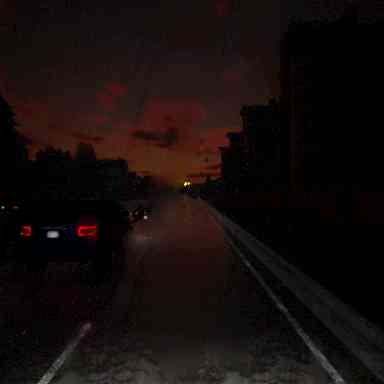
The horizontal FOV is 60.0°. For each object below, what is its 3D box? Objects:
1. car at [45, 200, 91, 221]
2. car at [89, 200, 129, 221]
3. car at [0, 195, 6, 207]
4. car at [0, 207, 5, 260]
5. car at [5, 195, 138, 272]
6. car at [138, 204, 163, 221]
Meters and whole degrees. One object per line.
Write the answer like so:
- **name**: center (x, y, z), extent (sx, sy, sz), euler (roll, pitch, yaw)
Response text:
- **car**: center (-10.432, 1.491, 28.439), extent (2.128, 1.511, 4.902), euler (0, 0, 0)
- **car**: center (-6.932, 1.491, 28.430), extent (2.128, 1.511, 4.902), euler (0, 0, 0)
- **car**: center (-13.938, 1.222, 27.325), extent (2.150, 2.045, 5.566), euler (0, 0, 0)
- **car**: center (-6.937, 1.477, 12.428), extent (1.882, 1.535, 5.008), euler (0, 0, 0)
- **car**: center (-3.445, 1.212, 10.964), extent (2.150, 2.045, 5.566), euler (0, -1, 0)
- **car**: center (-3.441, 1.600, 26.980), extent (1.895, 1.301, 4.718), euler (0, 0, 0)
